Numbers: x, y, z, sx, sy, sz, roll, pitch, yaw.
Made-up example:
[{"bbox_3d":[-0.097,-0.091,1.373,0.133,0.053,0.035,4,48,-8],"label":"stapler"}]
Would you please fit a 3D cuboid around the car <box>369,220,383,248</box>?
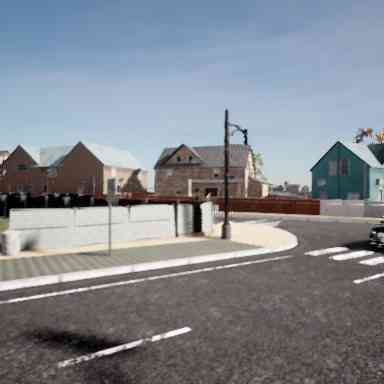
[{"bbox_3d":[9.523,1.644,14.330,4.902,1.511,2.128,1,0,-35],"label":"car"}]
